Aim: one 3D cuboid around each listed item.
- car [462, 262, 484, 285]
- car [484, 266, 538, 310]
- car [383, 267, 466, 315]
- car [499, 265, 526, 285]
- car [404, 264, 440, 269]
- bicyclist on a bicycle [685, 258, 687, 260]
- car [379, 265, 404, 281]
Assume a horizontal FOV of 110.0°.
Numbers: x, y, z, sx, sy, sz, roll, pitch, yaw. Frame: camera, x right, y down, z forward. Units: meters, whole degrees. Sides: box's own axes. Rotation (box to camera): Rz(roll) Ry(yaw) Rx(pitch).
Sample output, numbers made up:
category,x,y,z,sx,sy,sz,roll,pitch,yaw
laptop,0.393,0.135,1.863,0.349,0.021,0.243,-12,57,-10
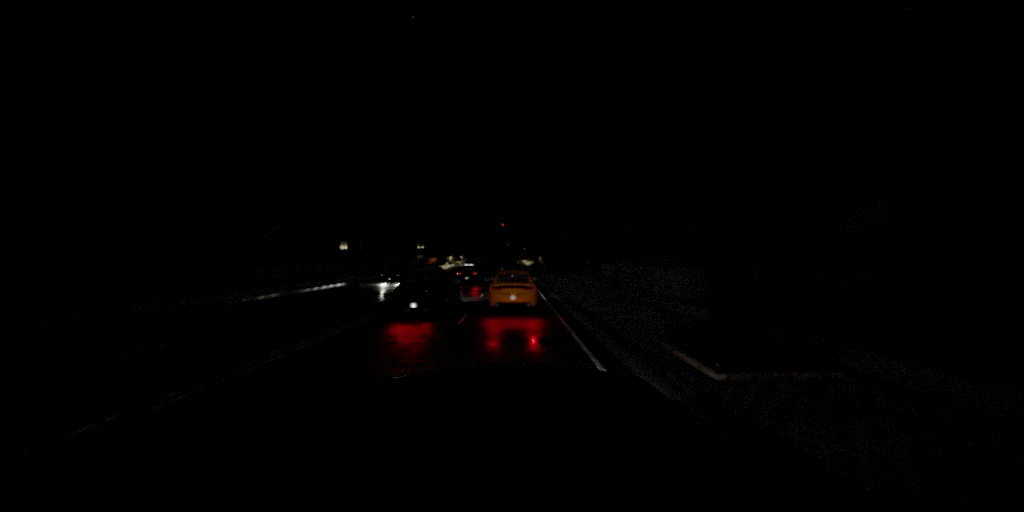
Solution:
category,x,y,z,sx,sy,sz,roll,pitch,yaw
car,-3.217,1.433,27.982,1.812,1.442,4.674,0,0,1
car,0.055,1.341,15.324,1.882,1.535,5.008,0,0,0
car,-3.204,1.363,14.159,1.837,1.490,4.892,0,0,1
car,0.040,1.470,28.440,1.994,1.385,4.181,0,0,1
car,-6.551,1.384,28.041,1.882,1.535,5.008,0,0,1
bicyclist on a bicycle,18.454,1.080,37.839,0.582,1.620,1.656,0,0,-2
car,-9.767,1.456,31.372,2.033,1.411,5.357,0,0,1
